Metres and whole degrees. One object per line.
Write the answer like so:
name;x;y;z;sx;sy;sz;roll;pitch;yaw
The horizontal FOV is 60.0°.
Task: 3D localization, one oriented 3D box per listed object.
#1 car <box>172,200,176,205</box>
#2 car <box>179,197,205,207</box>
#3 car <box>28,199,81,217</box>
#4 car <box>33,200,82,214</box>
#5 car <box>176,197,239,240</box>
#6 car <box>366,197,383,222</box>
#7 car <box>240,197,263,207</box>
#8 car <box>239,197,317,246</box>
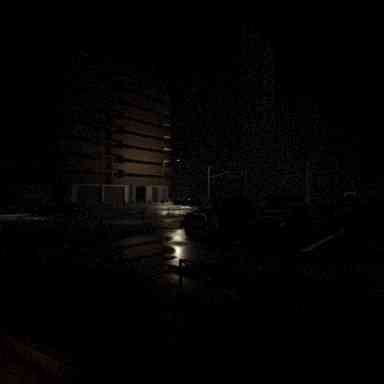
car;-1.282;1.601;56.040;1.895;1.301;4.718;0;0;34
car;0.025;1.565;51.754;1.994;1.385;4.181;0;0;34
car;-13.238;1.477;32.087;1.882;1.535;5.008;0;0;34
car;-14.598;1.601;36.343;1.895;1.301;4.718;0;0;34
car;1.471;1.153;16.052;1.932;1.855;4.605;0;0;34
car;15.862;1.395;27.342;1.970;1.475;3.806;0;0;34
car;9.592;1.526;53.197;1.812;1.442;4.674;0;0;34
car;3.839;1.156;14.386;1.905;1.878;3.866;0;0;34
